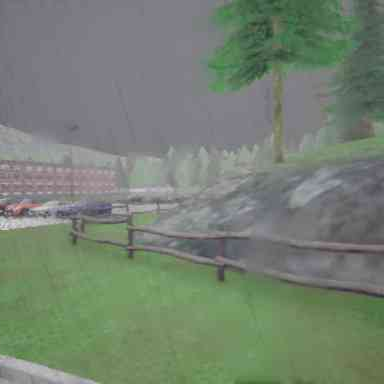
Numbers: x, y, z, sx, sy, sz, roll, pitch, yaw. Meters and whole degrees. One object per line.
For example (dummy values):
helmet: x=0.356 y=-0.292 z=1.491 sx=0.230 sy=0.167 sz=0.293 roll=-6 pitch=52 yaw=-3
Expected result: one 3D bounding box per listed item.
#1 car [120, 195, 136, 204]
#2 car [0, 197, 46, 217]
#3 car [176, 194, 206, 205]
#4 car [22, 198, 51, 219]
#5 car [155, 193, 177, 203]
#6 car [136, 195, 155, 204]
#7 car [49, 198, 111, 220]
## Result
car: x=-9.821 y=1.222 z=55.256 sx=1.882 sy=1.535 sz=5.008 roll=-1 pitch=0 yaw=29
car: x=-14.958 y=1.342 z=31.200 sx=2.097 sy=1.767 sz=4.553 roll=-1 pitch=0 yaw=28
car: x=-0.168 y=1.200 z=51.010 sx=1.994 sy=1.385 sz=4.181 roll=-1 pitch=0 yaw=29
car: x=-12.025 y=1.486 z=29.264 sx=1.812 sy=1.442 sz=4.674 roll=-1 pitch=0 yaw=28
car: x=-3.239 y=1.019 z=52.694 sx=2.097 sy=1.767 sz=4.553 roll=-1 pitch=1 yaw=29
car: x=-6.348 y=1.194 z=54.301 sx=2.128 sy=1.511 sz=4.902 roll=-1 pitch=0 yaw=29
car: x=-8.921 y=1.405 z=27.651 sx=1.882 sy=1.535 sz=5.008 roll=-1 pitch=0 yaw=28
